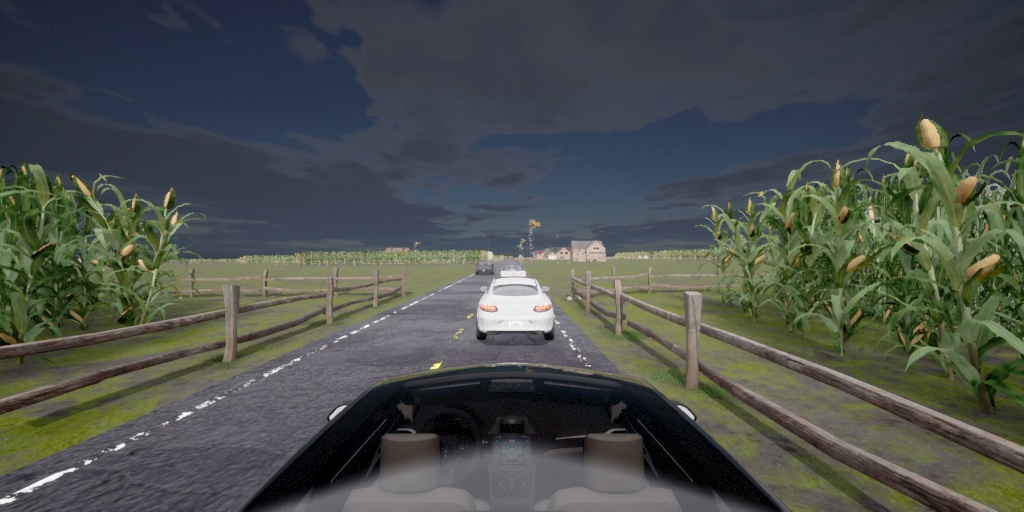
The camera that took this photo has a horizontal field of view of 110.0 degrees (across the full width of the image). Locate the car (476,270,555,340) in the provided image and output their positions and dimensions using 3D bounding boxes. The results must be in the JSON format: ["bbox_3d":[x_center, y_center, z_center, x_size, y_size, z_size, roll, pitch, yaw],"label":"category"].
[{"bbox_3d":[0.079,1.279,9.865,1.812,1.442,4.674,0,0,0],"label":"car"}]

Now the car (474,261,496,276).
[{"bbox_3d":[-2.838,1.286,38.423,1.837,1.490,4.892,0,-1,0],"label":"car"}]

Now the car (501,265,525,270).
[{"bbox_3d":[0.074,1.369,28.335,1.895,1.301,4.718,0,0,-1],"label":"car"}]
